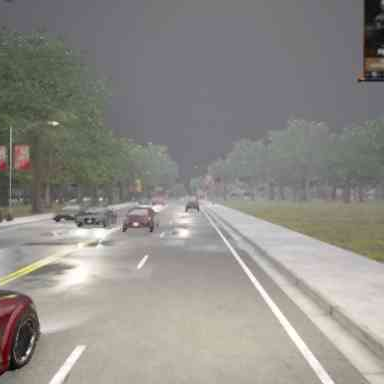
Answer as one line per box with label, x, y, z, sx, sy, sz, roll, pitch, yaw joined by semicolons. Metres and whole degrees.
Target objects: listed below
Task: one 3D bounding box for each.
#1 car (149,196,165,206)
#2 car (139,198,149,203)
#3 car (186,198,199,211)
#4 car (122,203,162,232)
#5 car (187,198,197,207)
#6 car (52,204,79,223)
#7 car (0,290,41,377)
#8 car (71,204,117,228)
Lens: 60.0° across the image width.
car;-6.553;1.738;64.920;2.150;2.045;5.566;0;-1;0
car;-9.796;2.046;68.670;2.128;1.511;4.902;0;-1;0
car;0.069;1.829;45.553;1.837;1.490;4.892;0;0;0
car;-3.164;1.660;21.001;1.812;1.442;4.674;0;0;0
car;0.053;1.971;64.456;1.882;1.535;5.008;0;-1;0
car;-9.867;1.735;28.072;2.033;1.411;5.357;0;0;0
car;-3.152;1.582;3.088;1.994;1.385;4.181;0;0;0
car;-6.612;1.717;23.461;1.994;1.385;4.181;0;0;0
